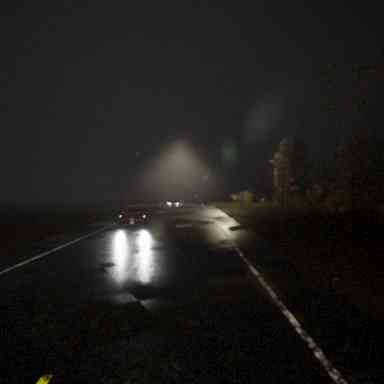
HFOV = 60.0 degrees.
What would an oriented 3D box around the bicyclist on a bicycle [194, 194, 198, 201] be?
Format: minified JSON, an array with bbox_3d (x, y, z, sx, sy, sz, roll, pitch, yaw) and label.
[{"bbox_3d":[0.963,1.210,73.639,0.866,1.612,1.509,0,0,0],"label":"bicyclist on a bicycle"}]

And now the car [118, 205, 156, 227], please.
[{"bbox_3d":[-3.599,1.532,22.203,1.895,1.301,4.718,0,0,0],"label":"car"}]

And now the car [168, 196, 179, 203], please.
[{"bbox_3d":[-3.508,1.404,63.894,1.895,1.301,4.718,0,0,0],"label":"car"}]

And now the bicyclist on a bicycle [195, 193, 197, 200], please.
[{"bbox_3d":[0.969,1.116,82.637,0.659,1.776,1.843,0,0,0],"label":"bicyclist on a bicycle"}]
